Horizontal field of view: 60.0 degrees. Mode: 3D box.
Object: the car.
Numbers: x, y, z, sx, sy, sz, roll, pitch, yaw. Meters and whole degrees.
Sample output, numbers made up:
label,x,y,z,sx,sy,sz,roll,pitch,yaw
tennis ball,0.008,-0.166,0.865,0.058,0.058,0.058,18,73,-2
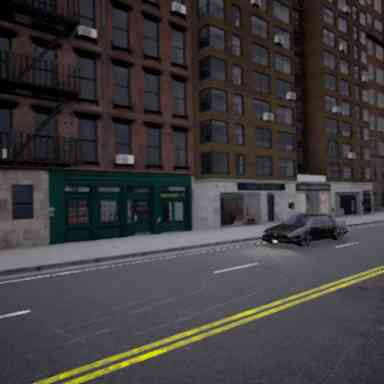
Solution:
label,x,y,z,sx,sy,sz,roll,pitch,yaw
car,5.768,1.805,16.504,5.357,1.411,2.033,0,-2,-39
